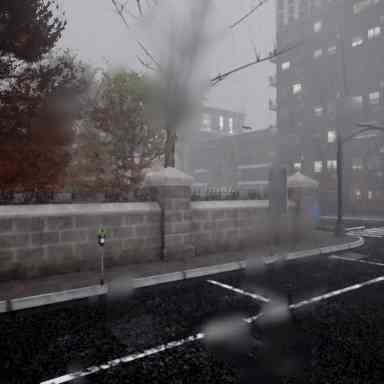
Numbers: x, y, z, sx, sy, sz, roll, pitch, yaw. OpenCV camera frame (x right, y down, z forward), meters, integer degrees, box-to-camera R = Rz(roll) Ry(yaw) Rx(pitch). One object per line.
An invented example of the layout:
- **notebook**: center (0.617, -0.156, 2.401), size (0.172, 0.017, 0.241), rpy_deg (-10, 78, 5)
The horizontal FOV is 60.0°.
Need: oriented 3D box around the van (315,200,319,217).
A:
- **van**: center (10.417, 1.646, 32.623), size (1.690, 1.788, 3.998), rpy_deg (-1, 0, -36)
